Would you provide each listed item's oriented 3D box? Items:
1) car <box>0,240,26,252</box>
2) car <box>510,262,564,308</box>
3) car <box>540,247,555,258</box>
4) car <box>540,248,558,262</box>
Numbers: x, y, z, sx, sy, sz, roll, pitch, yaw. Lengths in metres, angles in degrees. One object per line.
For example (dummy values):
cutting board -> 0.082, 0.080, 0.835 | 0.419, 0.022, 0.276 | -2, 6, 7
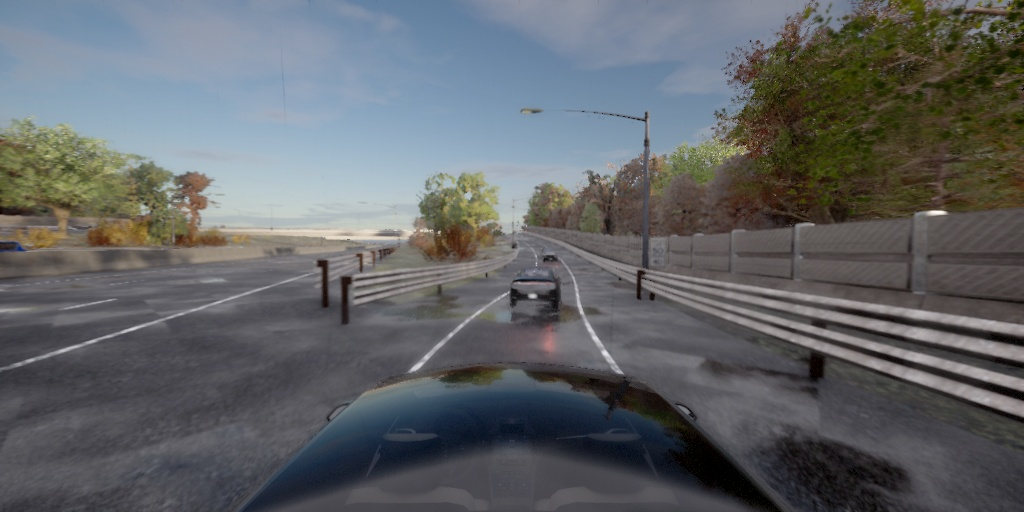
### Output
car -> -32.493, 0.061, 21.309 | 2.150, 2.045, 5.566 | 0, 1, -17
car -> 1.078, 1.177, 14.868 | 2.128, 1.511, 4.902 | 1, 0, 8
car -> 5.651, -0.616, 58.064 | 2.033, 1.411, 5.357 | 0, 5, 2
car -> 5.085, 0.061, 48.019 | 1.882, 1.535, 5.008 | 0, 4, 3
